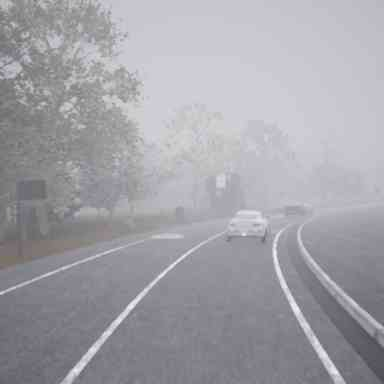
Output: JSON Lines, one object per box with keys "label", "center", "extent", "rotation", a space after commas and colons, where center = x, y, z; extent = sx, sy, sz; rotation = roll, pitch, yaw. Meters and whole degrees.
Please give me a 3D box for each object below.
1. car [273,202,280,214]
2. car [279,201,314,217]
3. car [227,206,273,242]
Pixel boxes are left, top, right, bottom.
{"label": "car", "center": [10.722, 1.881, 38.993], "extent": [1.837, 1.490, 4.892], "rotation": [-5, -3, 39]}
{"label": "car", "center": [10.795, 1.666, 33.297], "extent": [1.882, 1.535, 5.008], "rotation": [-4, -2, 34]}
{"label": "car", "center": [2.941, 1.648, 17.017], "extent": [1.812, 1.442, 4.674], "rotation": [-1, -1, 16]}
